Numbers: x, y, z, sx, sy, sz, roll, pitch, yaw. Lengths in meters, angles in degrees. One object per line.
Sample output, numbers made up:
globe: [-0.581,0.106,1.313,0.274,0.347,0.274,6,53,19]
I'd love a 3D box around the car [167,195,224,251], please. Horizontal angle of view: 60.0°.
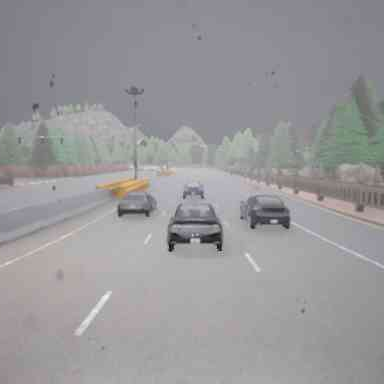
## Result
car: [0.103,1.144,12.504,2.128,1.511,4.902,0,3,0]

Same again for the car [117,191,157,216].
car: [-3.393,0.634,21.044,1.994,1.385,4.181,0,5,0]

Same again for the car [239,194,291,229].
car: [3.604,0.888,16.990,1.837,1.490,4.892,0,4,0]

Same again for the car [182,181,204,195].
car: [0.138,-0.267,30.757,1.812,1.442,4.674,0,5,0]
